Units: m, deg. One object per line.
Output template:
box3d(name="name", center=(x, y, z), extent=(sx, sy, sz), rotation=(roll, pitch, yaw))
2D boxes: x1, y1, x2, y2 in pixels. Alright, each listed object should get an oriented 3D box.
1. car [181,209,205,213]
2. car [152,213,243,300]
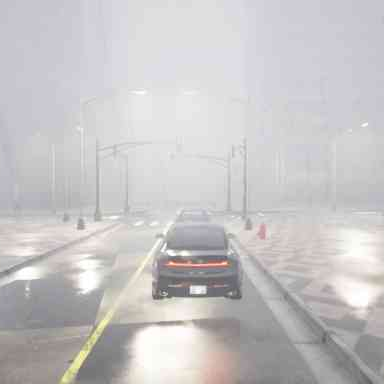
box3d(name="car", center=(0.054, 1.556, 17.273), extent=(1.994, 1.385, 4.181), rotation=(0, 0, 1))
box3d(name="car", center=(0.098, 1.502, 8.370), extent=(1.837, 1.490, 4.892), rotation=(0, 0, 0))
